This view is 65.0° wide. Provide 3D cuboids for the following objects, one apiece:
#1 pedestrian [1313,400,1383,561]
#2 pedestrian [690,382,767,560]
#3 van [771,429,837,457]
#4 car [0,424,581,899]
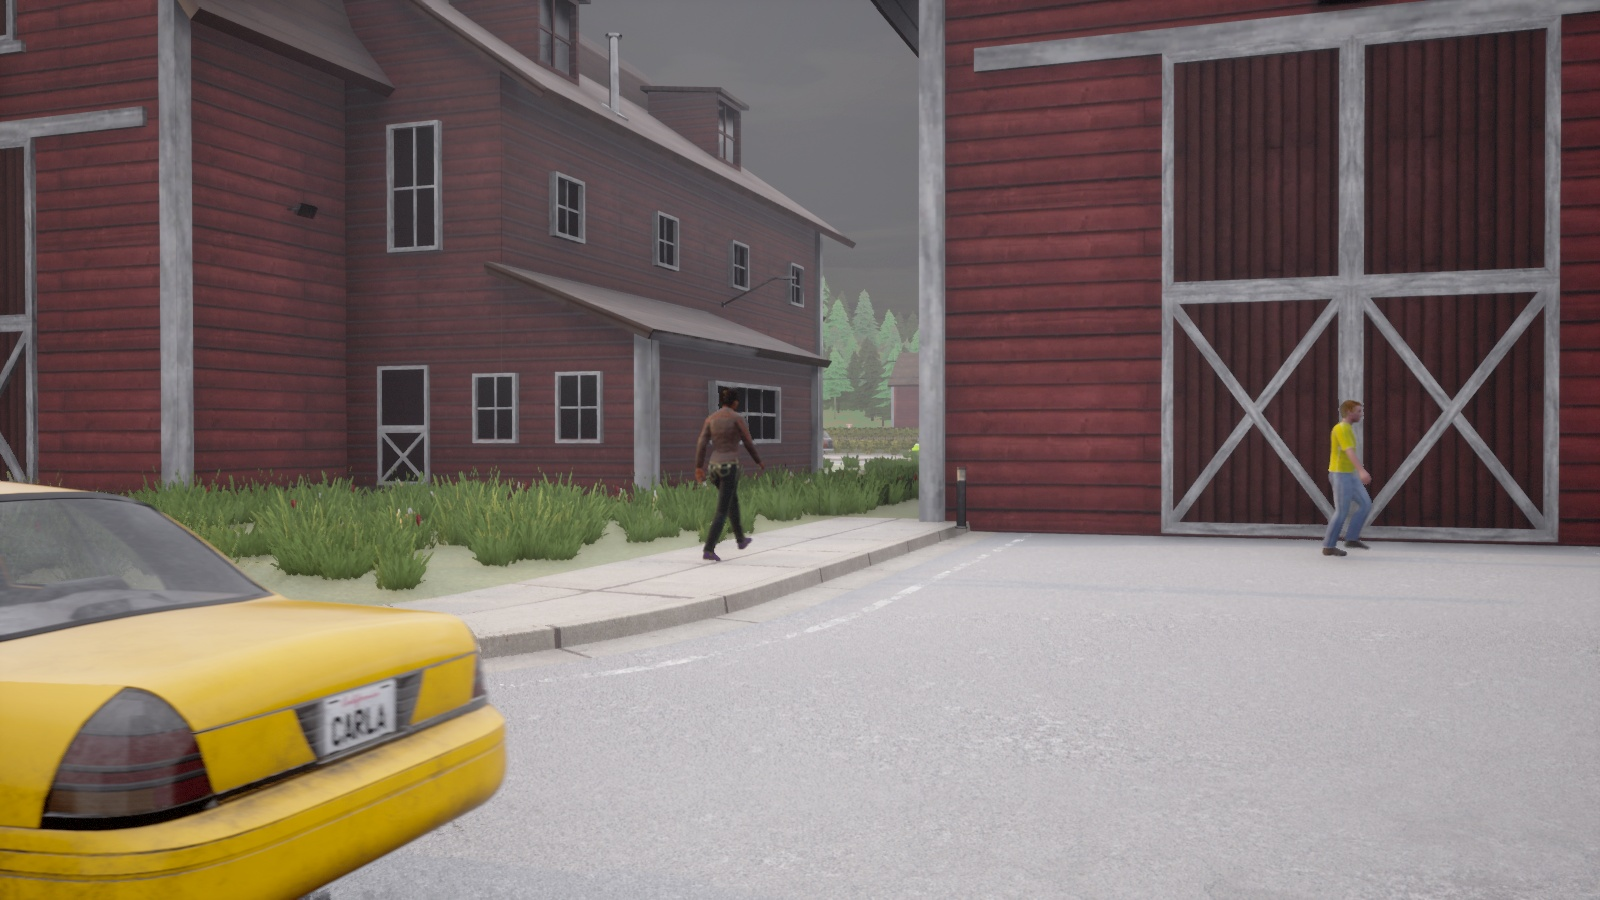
[{"bbox_3d":[6.350,0.341,14.560,0.706,1.836,0.354,1,1,27],"label":"pedestrian"},{"bbox_3d":[-0.741,0.210,13.154,0.328,1.805,0.869,1,1,34],"label":"pedestrian"},{"bbox_3d":[0.287,-0.538,93.189,4.480,2.038,2.069,1,1,20],"label":"van"},{"bbox_3d":[-3.601,0.698,4.407,5.366,1.575,1.801,1,1,19],"label":"car"}]
